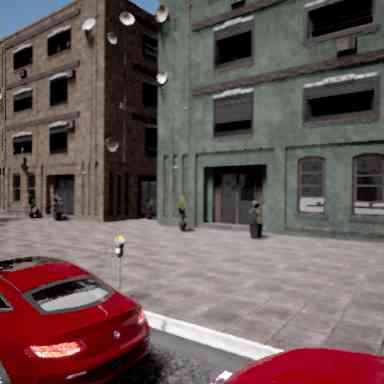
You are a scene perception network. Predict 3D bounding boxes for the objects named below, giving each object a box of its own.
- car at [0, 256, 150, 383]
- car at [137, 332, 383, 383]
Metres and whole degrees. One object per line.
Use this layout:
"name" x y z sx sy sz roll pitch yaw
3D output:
"car" -2.435 1.580 4.609 4.206 1.307 1.802 0 1 36
"car" 2.081 1.545 1.386 4.507 1.381 1.887 0 1 36
